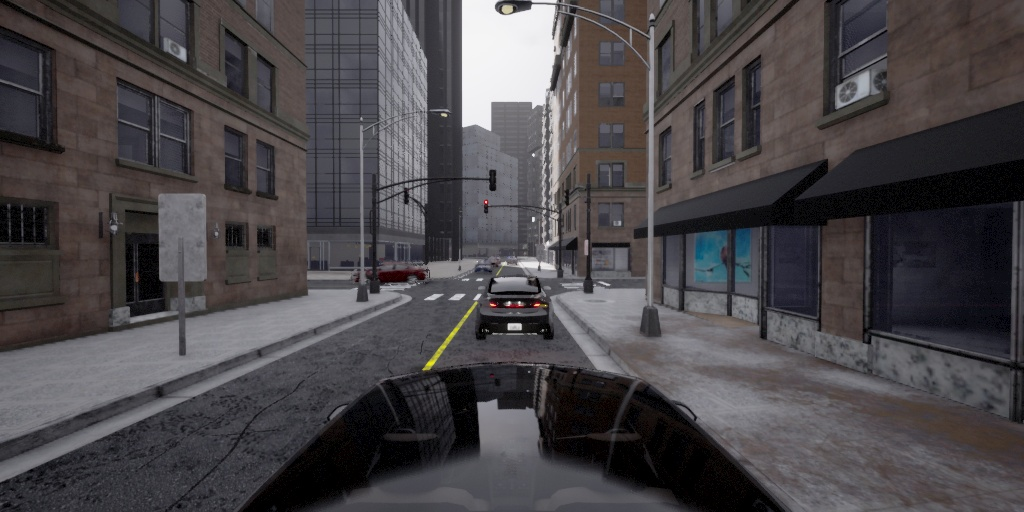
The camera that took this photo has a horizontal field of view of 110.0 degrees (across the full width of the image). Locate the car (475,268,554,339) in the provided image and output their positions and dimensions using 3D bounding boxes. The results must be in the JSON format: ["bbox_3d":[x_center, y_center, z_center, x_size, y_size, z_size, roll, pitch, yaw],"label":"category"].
[{"bbox_3d":[0.070,1.252,10.008,1.837,1.490,4.892,0,0,0],"label":"car"}]

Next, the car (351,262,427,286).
[{"bbox_3d":[-8.537,1.184,25.123,5.008,1.535,1.882,0,3,-20],"label":"car"}]

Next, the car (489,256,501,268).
[{"bbox_3d":[-3.147,0.858,55.695,2.097,1.767,4.553,0,1,0],"label":"car"}]

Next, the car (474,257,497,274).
[{"bbox_3d":[-3.140,1.201,40.382,2.033,1.411,5.357,0,0,0],"label":"car"}]
